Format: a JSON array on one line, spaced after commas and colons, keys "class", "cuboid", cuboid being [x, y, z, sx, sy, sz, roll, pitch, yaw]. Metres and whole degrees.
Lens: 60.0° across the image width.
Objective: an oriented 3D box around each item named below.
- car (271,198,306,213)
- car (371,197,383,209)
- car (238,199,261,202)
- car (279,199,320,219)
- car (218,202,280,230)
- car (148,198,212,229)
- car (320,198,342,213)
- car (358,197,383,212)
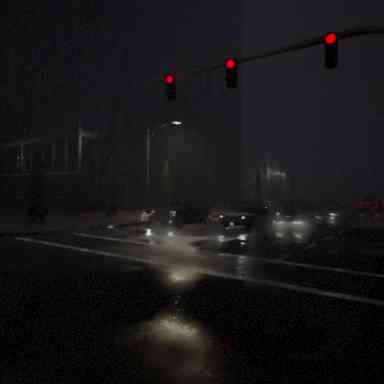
[{"class": "car", "cuboid": [10.759, 1.445, 36.830, 2.033, 1.411, 5.357, 1, 0, 36]}, {"class": "car", "cuboid": [25.689, 1.423, 45.071, 1.882, 1.535, 5.008, 1, 0, 36]}, {"class": "car", "cuboid": [4.721, 1.411, 28.572, 1.837, 1.490, 4.892, 1, 0, 36]}, {"class": "car", "cuboid": [9.187, 1.411, 28.748, 1.882, 1.535, 5.008, 1, 0, 36]}, {"class": "car", "cuboid": [3.593, 1.541, 21.101, 1.895, 1.301, 4.718, 1, 0, 36]}, {"class": "car", "cuboid": [-0.670, 1.265, 21.192, 2.097, 1.767, 4.553, 1, 0, 36]}, {"class": "car", "cuboid": [15.240, 1.451, 37.007, 1.812, 1.442, 4.674, 1, 0, 37]}, {"class": "car", "cuboid": [20.307, 1.305, 37.701, 2.097, 1.767, 4.553, 1, 0, 36]}]
